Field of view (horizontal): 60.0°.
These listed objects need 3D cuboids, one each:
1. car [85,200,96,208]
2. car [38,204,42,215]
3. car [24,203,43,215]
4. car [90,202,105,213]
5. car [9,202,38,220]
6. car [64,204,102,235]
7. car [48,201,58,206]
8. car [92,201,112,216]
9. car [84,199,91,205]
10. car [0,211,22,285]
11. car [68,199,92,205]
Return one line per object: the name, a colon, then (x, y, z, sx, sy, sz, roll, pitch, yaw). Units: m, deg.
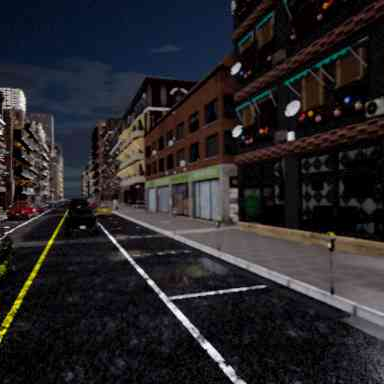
car: (-21.310, 2.515, 69.944, 2.008, 1.369, 4.403, -1, -1, -19)
car: (-19.901, 2.156, 40.583, 1.967, 1.590, 4.097, -1, -1, -19)
car: (-21.764, 2.338, 45.902, 1.887, 1.381, 4.507, -1, -1, -19)
car: (-13.855, 2.198, 48.670, 1.887, 1.381, 4.507, -1, -1, -19)
car: (-18.039, 1.953, 35.266, 2.192, 1.841, 5.009, -1, -1, -19)
car: (-7.120, 1.817, 21.539, 1.837, 1.490, 4.892, -1, 0, -19)
car: (-34.810, 2.886, 83.130, 2.008, 1.369, 4.403, -1, -1, -19)
car: (-10.184, 2.025, 38.194, 1.752, 1.417, 4.829, -1, -1, -19)
car: (-28.822, 2.800, 91.379, 1.752, 1.417, 4.829, -1, -1, -19)
car: (-5.573, 1.526, 7.786, 2.097, 1.767, 4.553, -1, 0, -20)
car: (-12.794, 1.771, 37.759, 2.150, 2.045, 5.566, -1, 0, -19)
